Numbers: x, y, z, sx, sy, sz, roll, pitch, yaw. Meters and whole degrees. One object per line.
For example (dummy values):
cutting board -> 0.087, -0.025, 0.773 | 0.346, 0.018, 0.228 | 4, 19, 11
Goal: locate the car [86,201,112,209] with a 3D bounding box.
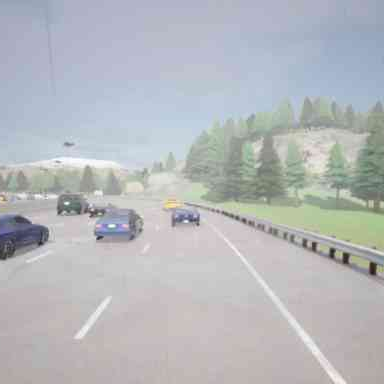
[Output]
car -> -8.265, 1.601, 31.091 | 1.895, 1.301, 4.718 | 0, 0, -6

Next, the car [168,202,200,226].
car -> -0.545, 1.602, 23.568 | 1.895, 1.301, 4.718 | 0, 0, -4

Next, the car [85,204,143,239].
car -> -3.662, 1.548, 17.214 | 2.033, 1.411, 5.357 | 0, 0, -3

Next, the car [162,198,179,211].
car -> -2.601, 1.479, 41.293 | 1.882, 1.535, 5.008 | 0, 0, -8

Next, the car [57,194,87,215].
car -> -12.150, 1.222, 34.064 | 2.150, 2.045, 5.566 | 0, 0, -7

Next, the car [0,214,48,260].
car -> -7.009, 1.526, 12.325 | 1.812, 1.442, 4.674 | 0, 0, -1
